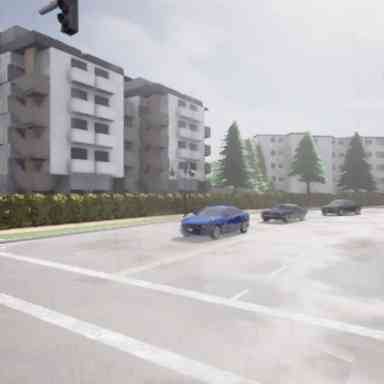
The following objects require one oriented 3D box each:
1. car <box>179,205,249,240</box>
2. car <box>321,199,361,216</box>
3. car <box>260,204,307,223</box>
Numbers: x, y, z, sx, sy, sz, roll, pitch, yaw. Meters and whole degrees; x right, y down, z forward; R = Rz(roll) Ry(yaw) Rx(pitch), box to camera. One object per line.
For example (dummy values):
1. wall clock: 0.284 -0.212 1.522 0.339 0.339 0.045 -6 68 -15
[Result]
1. car: 1.302 1.467 17.413 1.882 1.535 5.008 0 0 34
2. car: 14.647 1.468 32.668 5.008 1.535 1.882 0 0 -36
3. car: 7.056 1.590 25.412 1.895 1.301 4.718 0 0 39
